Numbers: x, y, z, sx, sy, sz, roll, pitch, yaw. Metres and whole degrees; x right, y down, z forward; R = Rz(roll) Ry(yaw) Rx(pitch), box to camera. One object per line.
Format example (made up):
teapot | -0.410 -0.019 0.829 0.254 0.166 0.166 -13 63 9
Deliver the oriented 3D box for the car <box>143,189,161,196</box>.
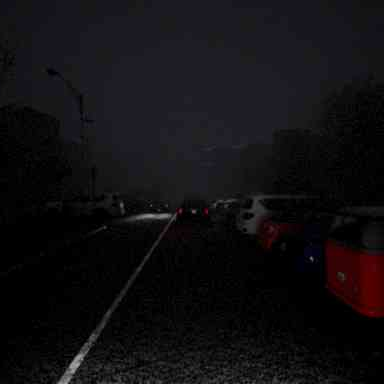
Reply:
car | -8.920 0.107 74.335 1.994 1.385 4.181 -4 6 -43

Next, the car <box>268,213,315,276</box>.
car | 4.681 1.447 8.588 4.792 1.488 2.163 0 0 0

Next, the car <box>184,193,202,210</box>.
car | 0.116 1.066 39.393 2.097 1.767 4.553 0 0 0

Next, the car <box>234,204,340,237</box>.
car | 4.686 1.386 16.966 4.792 1.488 2.163 0 0 0

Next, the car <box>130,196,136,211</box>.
car | -7.665 1.307 29.360 4.674 1.452 2.002 0 0 0

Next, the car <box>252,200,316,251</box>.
car | 4.623 1.271 11.378 4.553 1.767 2.185 0 0 0

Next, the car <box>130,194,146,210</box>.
car | -7.695 1.253 35.361 4.792 1.488 2.163 0 0 0

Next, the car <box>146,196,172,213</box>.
car | -3.084 1.359 33.394 1.895 1.301 4.718 0 0 0

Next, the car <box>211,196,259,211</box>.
car | 4.659 1.215 36.522 5.008 1.535 2.097 0 0 0

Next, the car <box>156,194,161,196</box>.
car | -7.476 1.136 47.114 5.366 1.575 1.946 0 0 0

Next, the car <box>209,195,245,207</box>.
car | 4.670 1.195 44.903 4.674 1.452 2.002 0 0 0

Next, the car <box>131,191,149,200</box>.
car | -7.696 1.077 38.298 4.553 1.767 2.185 0 0 0

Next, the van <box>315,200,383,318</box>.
van | 4.769 1.211 5.790 4.442 1.987 1.878 0 0 0

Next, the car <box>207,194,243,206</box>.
car | 4.676 1.136 47.693 4.892 1.521 2.231 0 1 0

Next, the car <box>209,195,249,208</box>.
car | 4.661 1.175 42.233 4.892 1.521 2.231 0 0 0

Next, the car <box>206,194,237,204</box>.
car | 4.666 1.062 53.295 4.892 1.521 2.231 0 2 0

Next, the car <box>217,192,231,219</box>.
car | 4.693 1.149 28.264 4.553 1.767 2.185 0 0 0

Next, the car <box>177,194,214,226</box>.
car | 0.109 1.193 21.904 2.097 1.767 4.553 0 0 0

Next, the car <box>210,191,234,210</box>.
car | 4.635 0.984 33.726 5.566 2.045 2.435 0 0 0

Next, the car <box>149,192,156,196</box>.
car | -7.847 1.157 44.175 5.366 1.575 1.946 0 0 0

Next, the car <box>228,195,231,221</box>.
car | 4.689 1.211 19.758 4.553 1.767 2.185 0 0 0

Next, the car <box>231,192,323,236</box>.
car | 4.683 1.125 14.172 5.566 2.045 2.435 0 0 0

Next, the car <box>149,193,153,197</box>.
car | -7.669 1.183 41.112 4.892 1.521 2.231 0 0 0

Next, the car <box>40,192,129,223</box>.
car | -7.699 1.057 23.607 5.566 2.045 2.435 0 0 0

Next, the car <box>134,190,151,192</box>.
car | -7.629 0.987 50.055 4.553 1.767 2.185 0 1 0

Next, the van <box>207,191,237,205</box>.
van | 4.554 0.883 50.484 4.442 1.987 1.878 0 1 0
